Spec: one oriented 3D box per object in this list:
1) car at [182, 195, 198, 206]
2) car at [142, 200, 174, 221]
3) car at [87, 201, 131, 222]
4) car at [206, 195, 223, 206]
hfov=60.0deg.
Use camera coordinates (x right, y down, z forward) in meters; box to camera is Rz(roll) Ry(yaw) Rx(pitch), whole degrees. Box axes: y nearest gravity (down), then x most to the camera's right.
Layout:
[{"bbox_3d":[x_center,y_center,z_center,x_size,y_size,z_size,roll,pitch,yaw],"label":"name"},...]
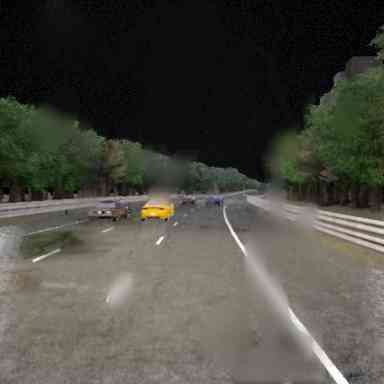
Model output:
[{"bbox_3d":[-0.320,1.264,49.743,1.837,1.490,4.892,0,0,7],"label":"car"},{"bbox_3d":[-2.541,1.335,25.652,1.882,1.535,5.008,0,1,4],"label":"car"},{"bbox_3d":[-6.068,1.410,24.857,2.033,1.411,5.357,0,0,4],"label":"car"},{"bbox_3d":[3.139,1.235,48.092,1.882,1.535,5.008,0,0,7],"label":"car"}]
